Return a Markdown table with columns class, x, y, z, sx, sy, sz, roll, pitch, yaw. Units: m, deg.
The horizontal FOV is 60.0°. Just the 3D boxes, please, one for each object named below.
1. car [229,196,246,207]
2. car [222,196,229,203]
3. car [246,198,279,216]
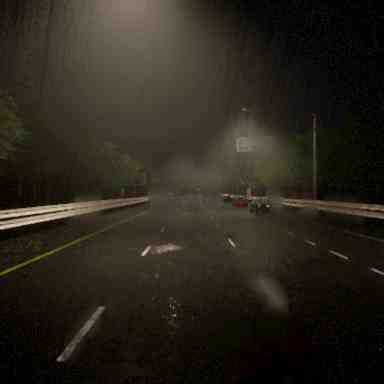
| class | x | y | z | sx | sy | sz | roll | pitch | yaw |
| --- | --- | --- | --- | --- | --- | --- | --- | --- | --- |
| car | 7.115 | 1.544 | 49.847 | 1.994 | 1.385 | 4.181 | 0 | 0 | 0 |
| car | 7.190 | 1.485 | 67.199 | 1.812 | 1.442 | 4.674 | 0 | 0 | 0 |
| car | 7.048 | 1.346 | 32.980 | 2.097 | 1.767 | 4.553 | 0 | 0 | 0 |
